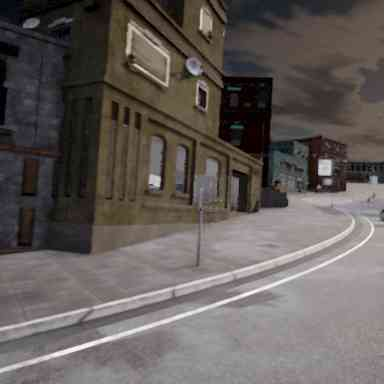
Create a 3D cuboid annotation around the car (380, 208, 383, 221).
[{"bbox_3d":[14.116,1.487,22.641,1.994,1.385,4.181,2,1,23],"label":"car"}]
